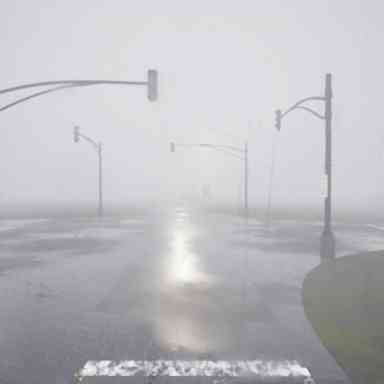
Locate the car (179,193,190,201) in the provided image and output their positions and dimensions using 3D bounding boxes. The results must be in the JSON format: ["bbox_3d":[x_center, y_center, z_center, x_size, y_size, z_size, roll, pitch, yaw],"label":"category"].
[{"bbox_3d":[-1.514,1.072,70.482,2.097,1.767,4.553,0,0,-3],"label":"car"}]

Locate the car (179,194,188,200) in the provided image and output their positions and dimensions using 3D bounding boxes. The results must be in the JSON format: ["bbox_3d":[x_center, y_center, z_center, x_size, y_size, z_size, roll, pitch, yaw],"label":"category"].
[{"bbox_3d":[-2.101,1.203,80.558,1.895,1.301,4.718,0,0,-4],"label":"car"}]

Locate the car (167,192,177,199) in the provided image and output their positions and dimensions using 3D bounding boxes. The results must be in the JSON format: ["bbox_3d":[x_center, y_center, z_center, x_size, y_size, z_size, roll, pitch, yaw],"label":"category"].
[{"bbox_3d":[-4.495,0.684,74.578,2.097,1.767,4.553,0,0,-3],"label":"car"}]
